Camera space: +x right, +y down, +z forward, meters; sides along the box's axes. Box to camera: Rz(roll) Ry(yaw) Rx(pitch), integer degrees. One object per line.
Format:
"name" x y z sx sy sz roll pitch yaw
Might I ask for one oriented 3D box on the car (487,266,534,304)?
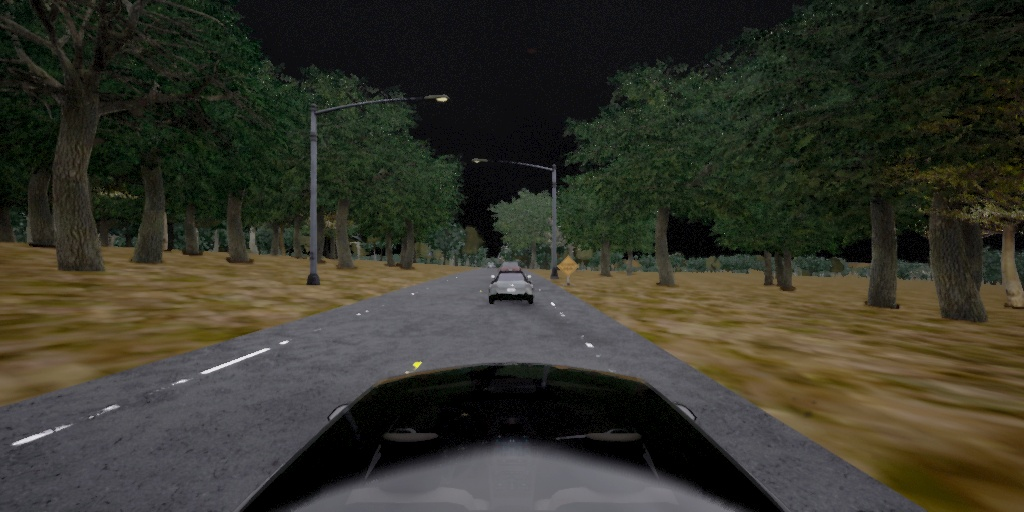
"car" -0.038 1.354 16.516 1.994 1.385 4.181 0 0 0

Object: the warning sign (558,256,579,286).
"warning sign" 3.478 0.914 22.176 1.300 1.860 1.060 0 0 0

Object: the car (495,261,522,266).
"car" -0.151 1.210 31.498 2.097 1.767 4.553 0 0 -1
